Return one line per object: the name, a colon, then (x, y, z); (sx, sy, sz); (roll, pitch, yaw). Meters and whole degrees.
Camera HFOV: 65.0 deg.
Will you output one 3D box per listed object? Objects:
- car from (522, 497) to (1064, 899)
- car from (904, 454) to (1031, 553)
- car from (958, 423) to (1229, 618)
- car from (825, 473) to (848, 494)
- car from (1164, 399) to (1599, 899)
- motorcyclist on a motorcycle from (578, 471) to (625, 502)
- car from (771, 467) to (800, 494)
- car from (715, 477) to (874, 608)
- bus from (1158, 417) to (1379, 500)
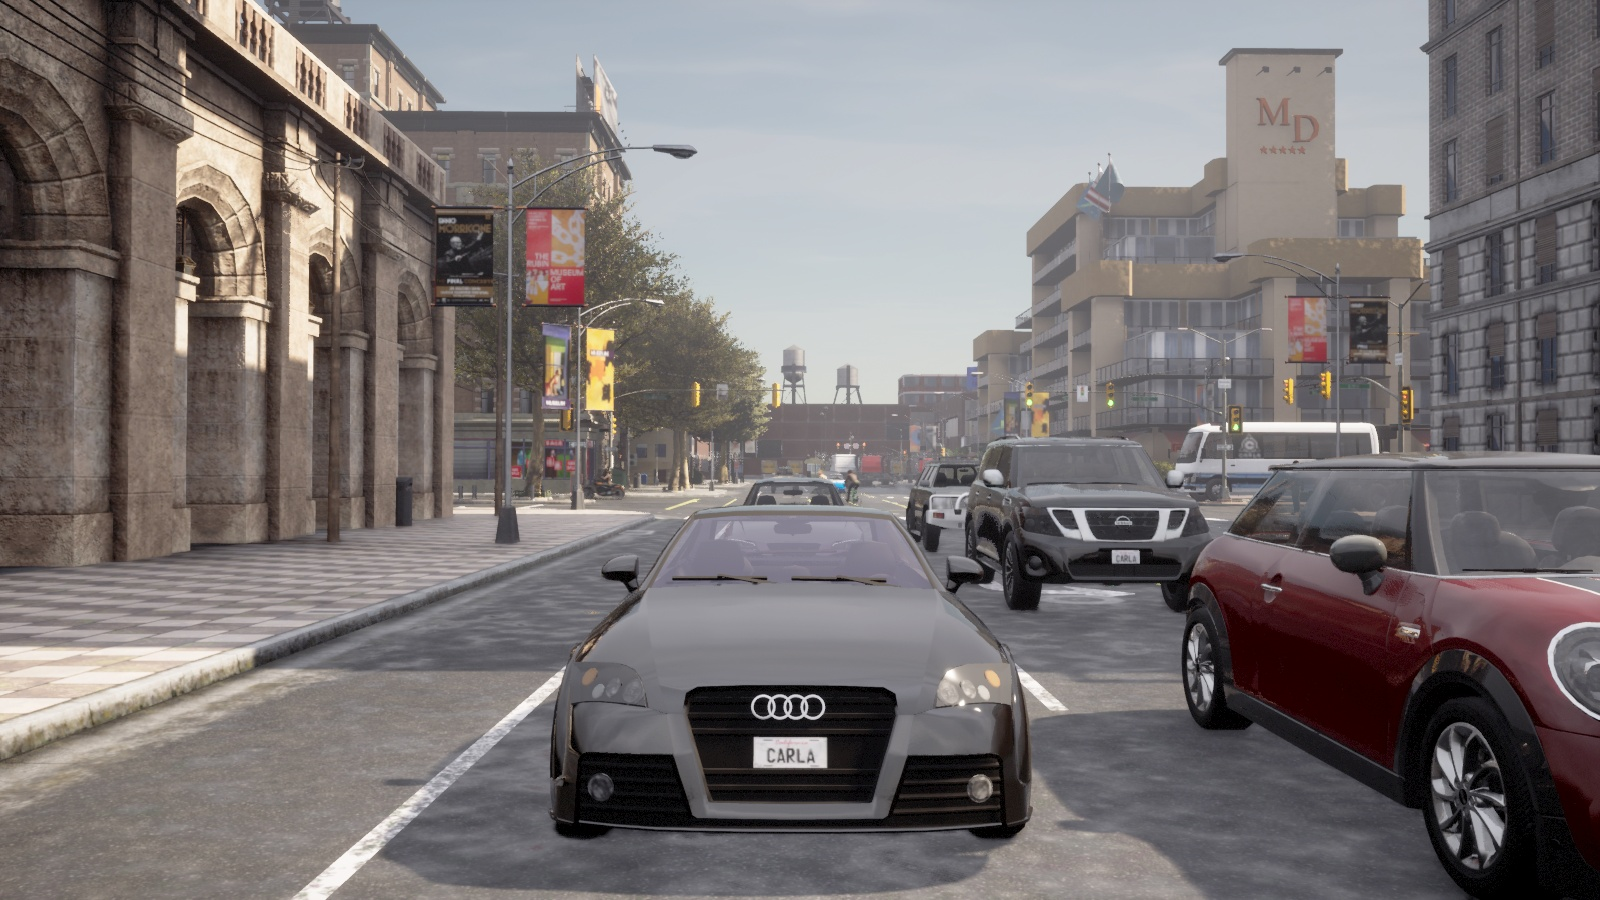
car: (-0.032, 0.991, 6.719); (1.994, 1.385, 4.181); (0, -1, 0)
car: (3.360, 1.055, 26.086); (1.932, 1.855, 4.605); (0, -1, -1)
car: (3.434, 0.788, 15.993); (2.150, 2.045, 5.566); (0, -1, 0)
car: (2.497, 2.302, 86.116); (1.481, 1.376, 2.207); (0, -1, -1)
car: (3.469, 0.760, 5.993); (2.097, 1.767, 4.553); (0, -1, 0)
motorcyclist on a motorcycle: (-10.515, 1.923, 66.602); (2.350, 1.649, 0.766); (0, -1, 3)
car: (-1.039, 2.117, 88.457); (1.932, 1.855, 4.605); (0, -1, -1)
car: (-0.072, 1.105, 16.502); (1.816, 1.474, 4.193); (0, -1, 0)
bus: (24.795, 0.460, 66.964); (10.273, 4.253, 3.944); (0, -1, -1)
